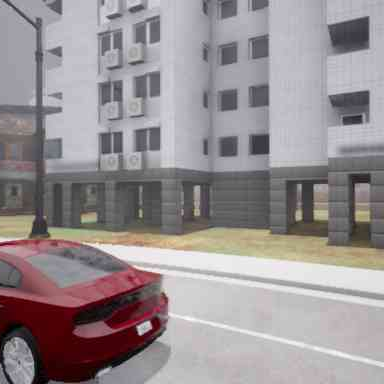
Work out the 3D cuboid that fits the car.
[{"bbox_3d":[-2.721,1.499,5.244,5.008,1.535,1.882,0,0,30],"label":"car"}]
